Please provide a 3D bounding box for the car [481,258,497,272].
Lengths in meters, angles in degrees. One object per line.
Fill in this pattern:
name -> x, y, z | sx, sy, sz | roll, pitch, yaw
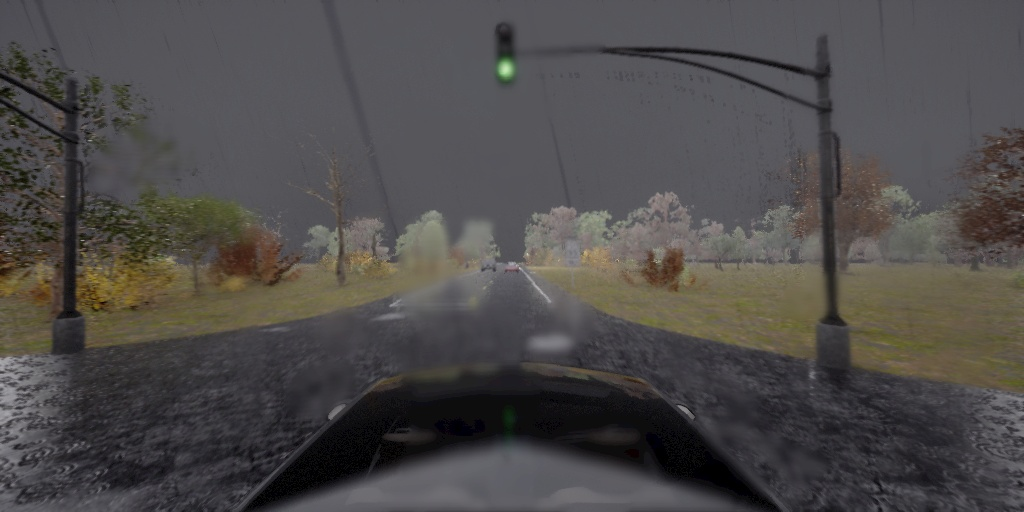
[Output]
car -> -3.551, 1.376, 55.682 | 2.150, 2.045, 5.566 | -1, 0, 0

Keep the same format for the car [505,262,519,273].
car -> -0.042, 1.643, 51.124 | 1.994, 1.385, 4.181 | -1, 0, 0
